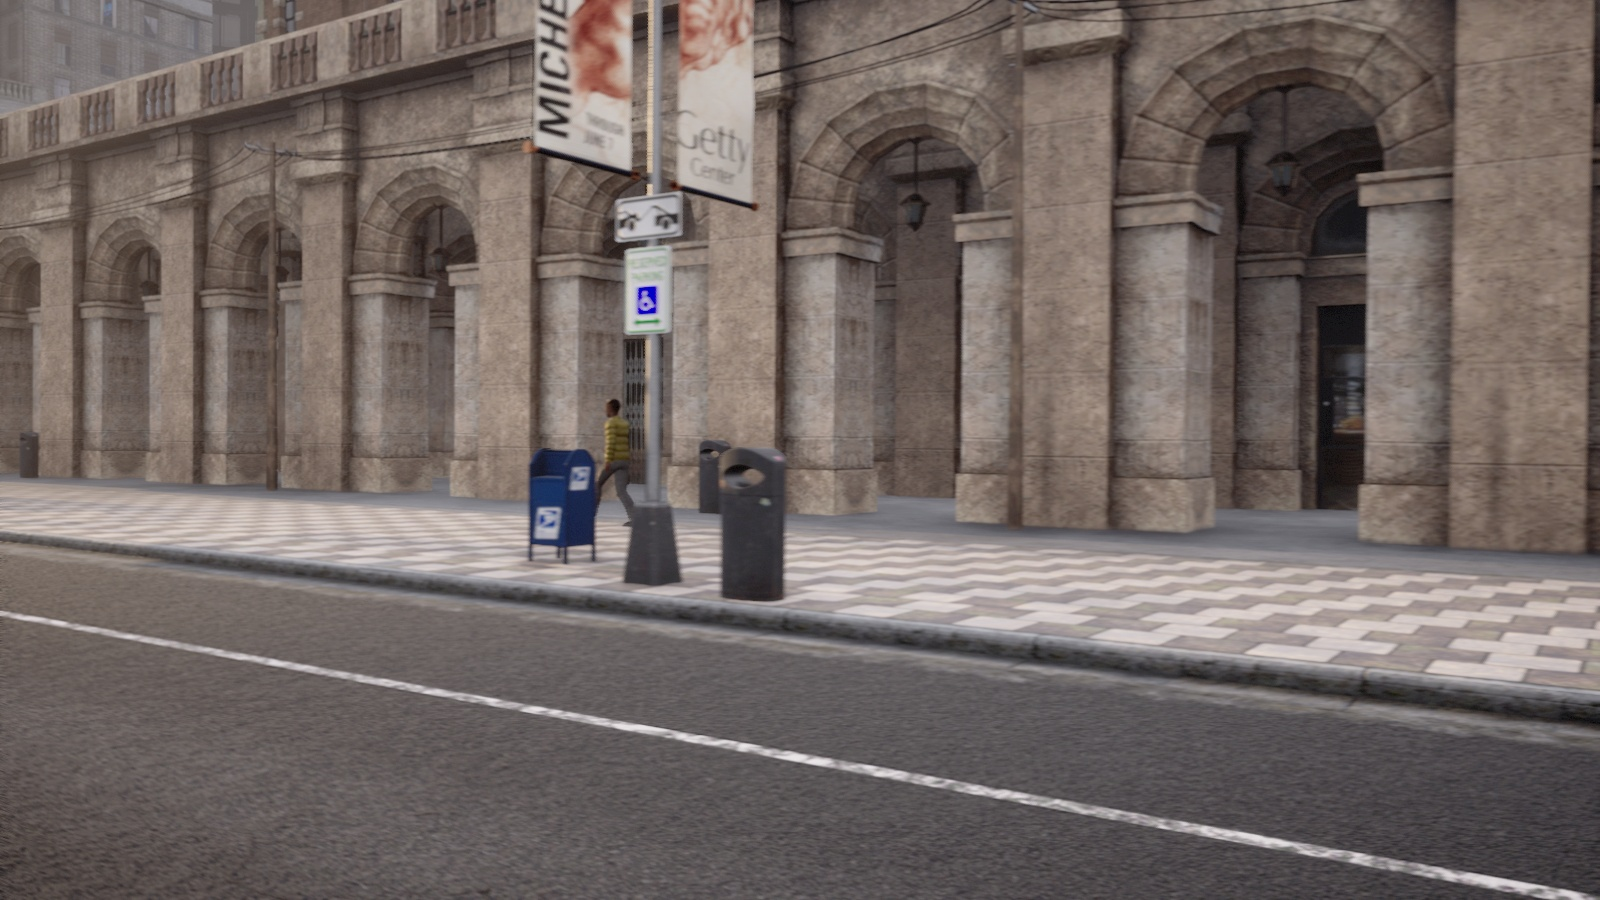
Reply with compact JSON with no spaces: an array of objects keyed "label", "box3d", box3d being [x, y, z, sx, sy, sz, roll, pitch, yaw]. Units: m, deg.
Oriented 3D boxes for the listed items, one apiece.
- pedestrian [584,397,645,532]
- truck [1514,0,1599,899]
[{"label":"pedestrian","box3d":[-2.577,0.192,17.476,0.709,1.840,0.431,0,1,34]},{"label":"truck","box3d":[5.086,-0.488,0.195,8.468,3.827,2.891,0,1,34]}]
